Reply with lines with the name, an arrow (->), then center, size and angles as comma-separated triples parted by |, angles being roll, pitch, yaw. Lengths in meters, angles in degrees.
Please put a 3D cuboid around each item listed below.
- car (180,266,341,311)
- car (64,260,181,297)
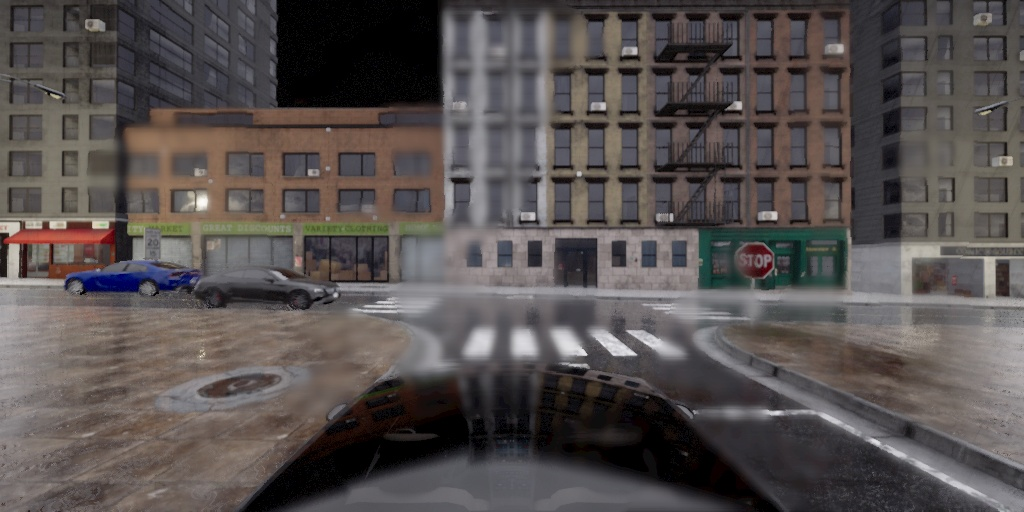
car -> -8.665, 1.113, 12.890 | 4.674, 1.442, 1.812 | 1, 0, 0
car -> -16.686, 0.941, 15.962 | 5.008, 1.535, 1.882 | 1, 0, 0
